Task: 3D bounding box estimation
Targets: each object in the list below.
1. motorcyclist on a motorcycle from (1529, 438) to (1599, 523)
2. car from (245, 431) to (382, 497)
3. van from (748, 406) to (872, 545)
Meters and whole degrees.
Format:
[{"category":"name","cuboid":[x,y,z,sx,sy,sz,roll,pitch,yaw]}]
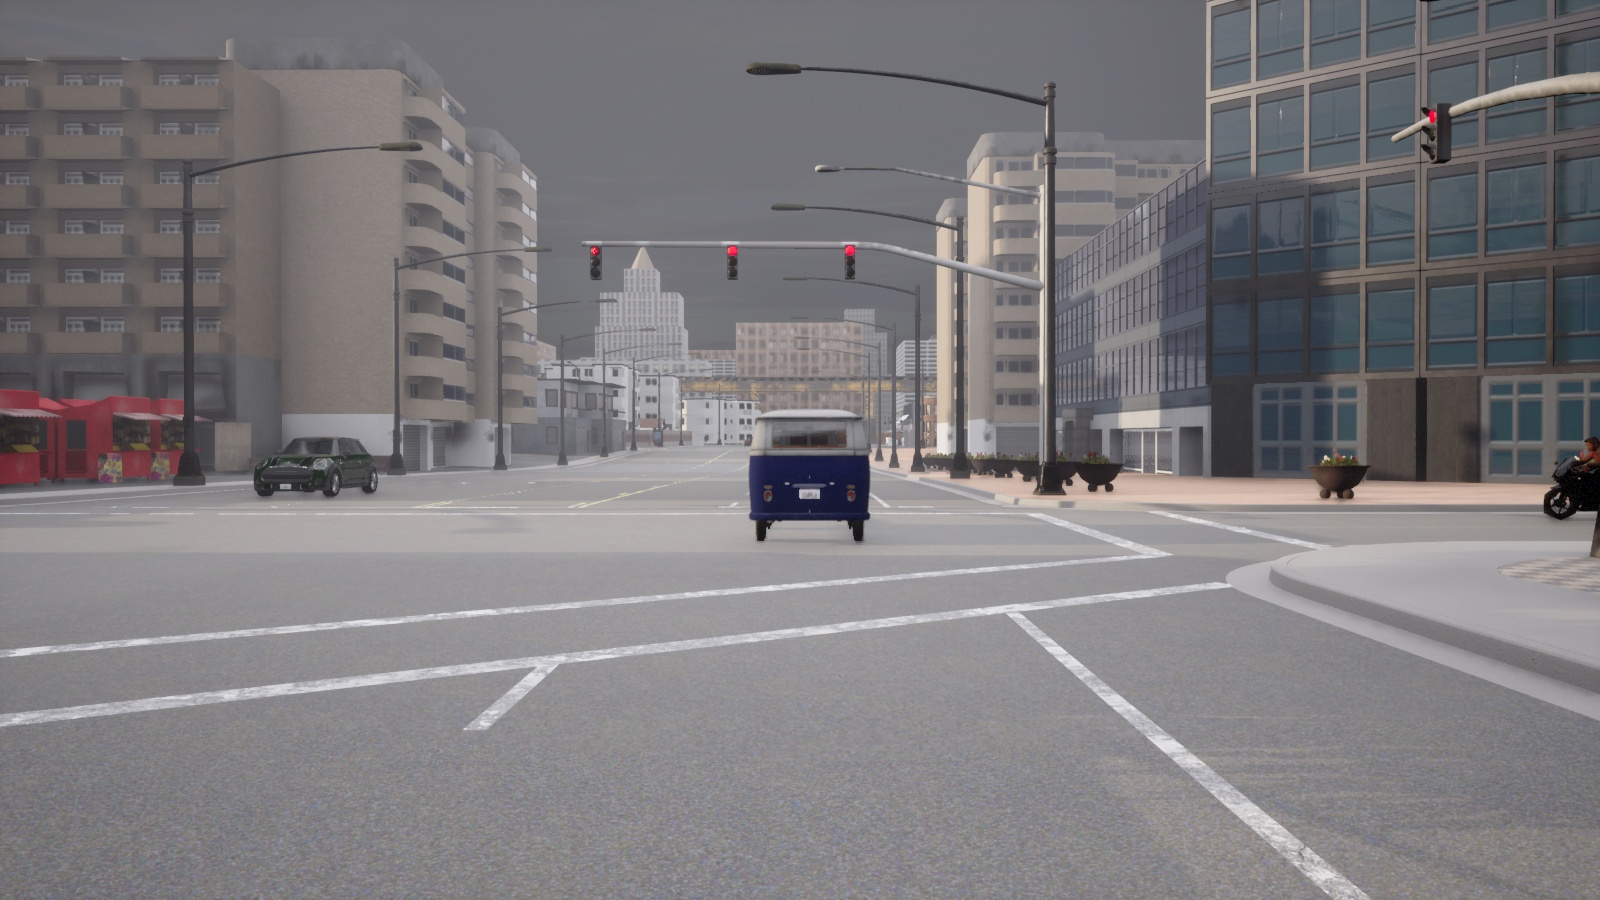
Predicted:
[{"category":"motorcyclist on a motorcycle","cuboid":[14.450,0.540,22.714,2.044,1.523,0.797,0,1,1]},{"category":"car","cuboid":[-13.740,0.372,35.769,2.097,1.767,4.553,0,0,0]},{"category":"van","cuboid":[0.152,0.350,20.184,1.775,1.987,4.442,0,0,0]}]
